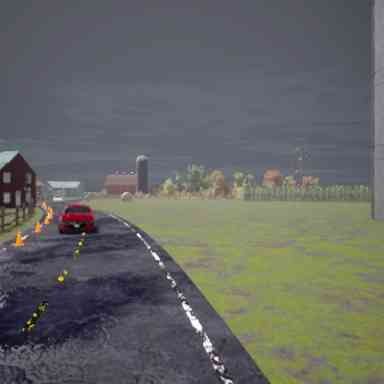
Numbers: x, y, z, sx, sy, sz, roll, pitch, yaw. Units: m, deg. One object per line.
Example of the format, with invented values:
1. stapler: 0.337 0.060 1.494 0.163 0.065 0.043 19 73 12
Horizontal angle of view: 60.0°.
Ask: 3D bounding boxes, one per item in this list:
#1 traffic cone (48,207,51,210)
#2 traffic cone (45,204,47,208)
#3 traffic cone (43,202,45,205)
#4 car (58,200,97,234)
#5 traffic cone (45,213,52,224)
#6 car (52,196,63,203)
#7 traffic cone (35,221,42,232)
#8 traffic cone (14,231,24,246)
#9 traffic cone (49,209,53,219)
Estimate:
1. traffic cone: -13.761 1.953 32.633 0.340 0.580 0.340 0 0 -23
2. traffic cone: -17.907 1.959 41.549 0.340 0.580 0.340 0 0 -27
3. traffic cone: -20.212 1.963 45.954 0.340 0.580 0.340 0 0 -28
4. car: -6.746 1.470 19.650 1.882 1.535 5.008 0 0 -18
5. traffic cone: -10.222 1.951 23.460 0.340 0.580 0.340 0 0 -19
6. car: -27.373 1.551 67.926 1.812 1.442 4.674 0 0 -22
7. traffic cone: -8.685 1.950 18.790 0.340 0.580 0.340 0 0 -17
8. traffic cone: -7.306 1.950 14.071 0.340 0.580 0.340 0 0 -15
9. traffic cone: -11.914 1.952 28.077 0.340 0.580 0.340 0 0 -21
